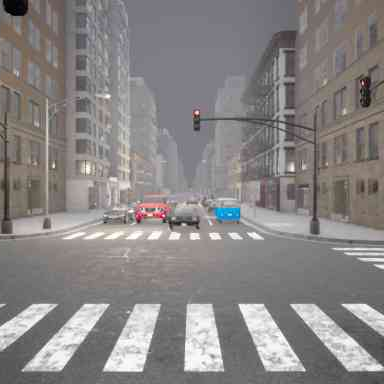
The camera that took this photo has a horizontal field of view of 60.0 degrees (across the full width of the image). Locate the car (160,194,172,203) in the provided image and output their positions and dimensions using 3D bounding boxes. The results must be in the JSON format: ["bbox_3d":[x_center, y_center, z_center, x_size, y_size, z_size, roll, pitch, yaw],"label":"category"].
[{"bbox_3d":[-5.445,1.292,70.330,2.192,1.841,5.009,0,0,0],"label":"car"}]

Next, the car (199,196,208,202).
[{"bbox_3d":[2.576,1.524,76.023,2.008,1.369,4.403,0,0,0],"label":"car"}]

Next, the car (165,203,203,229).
[{"bbox_3d":[-0.426,1.599,21.569,1.895,1.301,4.718,0,0,1],"label":"car"}]

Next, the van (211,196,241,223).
[{"bbox_3d":[2.616,1.340,24.891,1.690,1.788,3.998,0,0,0],"label":"van"}]

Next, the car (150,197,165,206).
[{"bbox_3d":[-5.431,1.556,53.286,1.947,1.339,4.313,0,0,0],"label":"car"}]

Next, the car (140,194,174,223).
[{"bbox_3d":[-2.869,1.220,25.557,2.150,2.045,5.566,0,0,0],"label":"car"}]

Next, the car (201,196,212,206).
[{"bbox_3d":[2.599,1.576,47.616,1.802,1.307,4.206,0,0,0],"label":"car"}]

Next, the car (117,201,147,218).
[{"bbox_3d":[-5.413,1.543,30.558,1.887,1.381,4.507,0,0,0],"label":"car"}]

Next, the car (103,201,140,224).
[{"bbox_3d":[-5.409,1.549,24.876,2.008,1.369,4.403,0,0,0],"label":"car"}]

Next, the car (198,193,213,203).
[{"bbox_3d":[2.594,1.305,53.298,2.192,1.841,5.009,0,0,0],"label":"car"}]

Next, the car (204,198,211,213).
[{"bbox_3d":[2.607,1.580,36.253,1.802,1.307,4.206,0,0,0],"label":"car"}]

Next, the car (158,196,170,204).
[{"bbox_3d":[-5.440,1.548,64.649,1.947,1.339,4.313,0,0,0],"label":"car"}]

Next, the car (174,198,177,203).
[{"bbox_3d":[-2.880,1.599,35.374,1.895,1.301,4.718,0,0,0],"label":"car"}]

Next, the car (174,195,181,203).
[{"bbox_3d":[-2.872,1.500,45.434,1.837,1.490,4.892,0,0,0],"label":"car"}]

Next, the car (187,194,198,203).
[{"bbox_3d":[0.048,1.550,58.767,1.994,1.385,4.181,0,0,0],"label":"car"}]

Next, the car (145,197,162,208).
[{"bbox_3d":[-5.427,1.519,47.434,1.752,1.417,4.829,0,0,0],"label":"car"}]
